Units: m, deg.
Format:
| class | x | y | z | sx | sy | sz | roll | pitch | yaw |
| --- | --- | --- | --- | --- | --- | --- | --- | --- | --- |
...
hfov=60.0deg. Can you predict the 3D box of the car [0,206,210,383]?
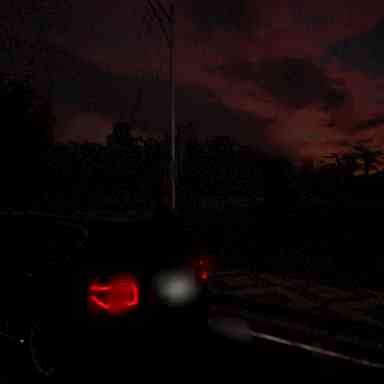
| class | x | y | z | sx | sy | sz | roll | pitch | yaw |
| --- | --- | --- | --- | --- | --- | --- | --- | --- | --- |
| car | -2.334 | 1.260 | 5.608 | 5.566 | 2.045 | 2.150 | 0 | 0 | 36 |
